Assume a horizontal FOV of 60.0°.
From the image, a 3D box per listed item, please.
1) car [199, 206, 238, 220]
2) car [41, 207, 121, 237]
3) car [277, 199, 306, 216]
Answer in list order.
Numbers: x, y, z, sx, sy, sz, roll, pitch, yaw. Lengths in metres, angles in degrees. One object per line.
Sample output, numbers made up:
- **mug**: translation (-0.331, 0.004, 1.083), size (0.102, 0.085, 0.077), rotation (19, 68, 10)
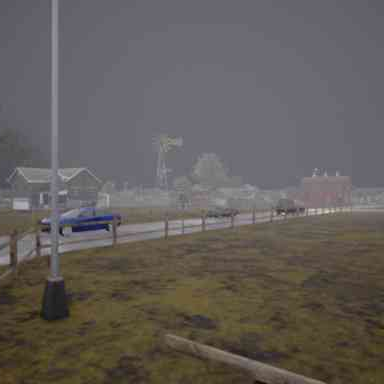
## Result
- **car**: translation (2.634, 2.010, 32.731), size (1.895, 1.301, 4.718), rotation (0, -1, 35)
- **car**: translation (-6.522, 1.673, 19.762), size (1.882, 1.535, 5.008), rotation (0, 0, 36)
- **car**: translation (12.448, 1.857, 41.561), size (2.150, 2.045, 5.566), rotation (0, -1, 35)
